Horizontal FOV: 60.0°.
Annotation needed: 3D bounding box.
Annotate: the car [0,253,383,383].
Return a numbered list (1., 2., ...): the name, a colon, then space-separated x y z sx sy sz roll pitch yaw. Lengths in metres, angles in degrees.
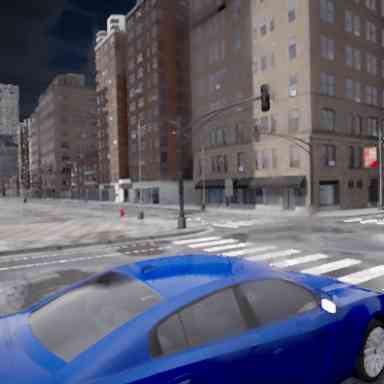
1. car: 0.270 1.445 3.641 5.008 1.535 1.882 -1 1 -35
